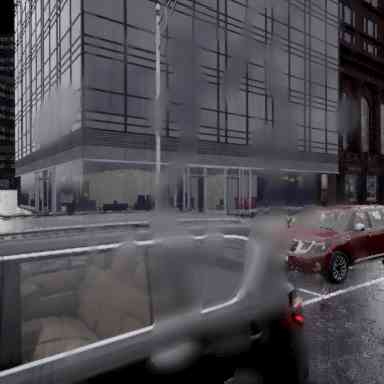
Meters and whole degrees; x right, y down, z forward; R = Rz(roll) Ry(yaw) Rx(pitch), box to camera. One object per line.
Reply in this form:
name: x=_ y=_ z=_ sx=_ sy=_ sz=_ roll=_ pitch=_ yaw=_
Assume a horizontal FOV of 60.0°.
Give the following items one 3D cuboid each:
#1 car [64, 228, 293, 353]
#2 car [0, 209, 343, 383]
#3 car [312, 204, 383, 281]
car: x=-0.099 y=1.582 z=6.575 sx=4.206 sy=1.307 sz=1.802 roll=0 pitch=0 yaw=-35
car: x=-1.542 y=1.221 z=2.277 sx=5.566 sy=2.045 sz=2.150 roll=0 pitch=0 yaw=-35
car: x=4.322 y=1.315 z=9.721 sx=5.009 sy=1.841 sz=2.192 roll=0 pitch=0 yaw=-35
